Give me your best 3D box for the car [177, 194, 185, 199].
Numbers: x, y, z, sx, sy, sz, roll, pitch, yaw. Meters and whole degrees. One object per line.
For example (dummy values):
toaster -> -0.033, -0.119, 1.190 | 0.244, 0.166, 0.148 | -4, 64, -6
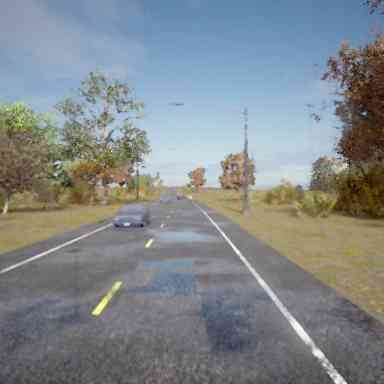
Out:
car -> -3.099, 1.126, 91.837 | 1.994, 1.385, 4.181 | 0, 0, -4

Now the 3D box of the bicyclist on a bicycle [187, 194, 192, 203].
bicyclist on a bicycle -> -0.517, 1.237, 62.908 | 0.866, 1.612, 1.509 | 0, 0, -3

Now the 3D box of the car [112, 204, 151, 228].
car -> -3.798, 1.480, 21.919 | 2.033, 1.411, 5.357 | 0, 0, -1

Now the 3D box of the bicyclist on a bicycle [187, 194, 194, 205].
bicyclist on a bicycle -> -0.127, 1.268, 53.480 | 0.866, 1.612, 1.509 | 0, 0, -2

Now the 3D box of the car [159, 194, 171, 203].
car -> -5.001, 1.162, 62.579 | 2.097, 1.767, 4.553 | 0, 0, -2

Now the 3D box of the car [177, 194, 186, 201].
car -> -2.284, 1.269, 78.336 | 2.128, 1.511, 4.902 | 0, 0, -3
